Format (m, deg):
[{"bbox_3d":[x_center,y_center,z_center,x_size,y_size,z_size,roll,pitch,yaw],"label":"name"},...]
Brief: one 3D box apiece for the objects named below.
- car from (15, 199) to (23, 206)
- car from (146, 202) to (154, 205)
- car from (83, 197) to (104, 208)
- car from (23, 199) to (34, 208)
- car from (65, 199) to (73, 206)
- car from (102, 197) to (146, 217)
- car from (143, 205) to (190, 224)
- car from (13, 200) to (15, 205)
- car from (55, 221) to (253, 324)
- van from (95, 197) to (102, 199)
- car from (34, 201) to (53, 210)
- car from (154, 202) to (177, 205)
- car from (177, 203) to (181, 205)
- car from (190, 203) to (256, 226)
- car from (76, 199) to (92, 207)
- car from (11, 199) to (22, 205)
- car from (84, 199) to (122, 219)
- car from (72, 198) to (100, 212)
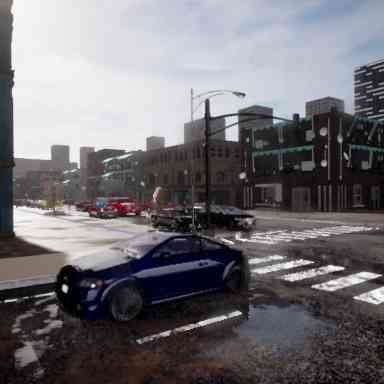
[{"bbox_3d":[-38.053,2.378,75.152,1.967,1.590,4.097,-1,0,-35],"label":"car"},{"bbox_3d":[-5.603,1.964,43.878,1.802,1.307,4.206,-2,0,-35],"label":"car"},{"bbox_3d":[-18.415,1.937,61.939,2.192,1.841,5.009,-1,0,-35],"label":"car"},{"bbox_3d":[-31.648,2.374,66.122,2.008,1.369,4.403,-1,0,-35],"label":"car"},{"bbox_3d":[-28.014,2.361,75.486,1.947,1.339,4.313,-1,0,-35],"label":"car"},{"bbox_3d":[-7.612,1.613,36.712,2.150,2.045,5.566,-1,-1,-35],"label":"car"},{"bbox_3d":[-1.310,1.813,23.124,1.947,1.339,4.313,-2,0,-35],"label":"car"},{"bbox_3d":[-41.252,2.546,79.668,2.008,1.369,4.403,-1,0,-35],"label":"car"},{"bbox_3d":[-0.682,1.563,7.187,4.181,1.385,1.994,0,0,-36],"label":"car"},{"bbox_3d":[-15.213,1.904,57.424,1.690,1.788,3.998,-1,0,-35],"label":"van"},{"bbox_3d":[-25.147,2.231,56.952,1.752,1.417,4.829,-1,0,-35],"label":"car"},{"bbox_3d":[-2.402,1.901,39.364,1.802,1.307,4.206,-2,0,-35],"label":"car"},{"bbox_3d":[0.799,1.807,34.848,2.008,1.369,4.403,-2,0,-35],"label":"car"},{"bbox_3d":[2.254,1.684,22.683,2.128,1.511,4.902,-1,0,-34],"label":"car"},{"bbox_3d":[-21.611,2.225,66.455,1.887,1.381,4.507,-1,0,-35],"label":"car"},{"bbox_3d":[-44.454,2.596,84.182,1.887,1.381,4.507,-1,0,-35],"label":"car"},{"bbox_3d":[-9.240,1.845,34.514,1.967,1.590,4.097,-1,0,-35],"label":"car"},{"bbox_3d":[-14.907,2.006,47.076,1.882,1.535,5.008,-1,0,-35],"label":"car"}]
